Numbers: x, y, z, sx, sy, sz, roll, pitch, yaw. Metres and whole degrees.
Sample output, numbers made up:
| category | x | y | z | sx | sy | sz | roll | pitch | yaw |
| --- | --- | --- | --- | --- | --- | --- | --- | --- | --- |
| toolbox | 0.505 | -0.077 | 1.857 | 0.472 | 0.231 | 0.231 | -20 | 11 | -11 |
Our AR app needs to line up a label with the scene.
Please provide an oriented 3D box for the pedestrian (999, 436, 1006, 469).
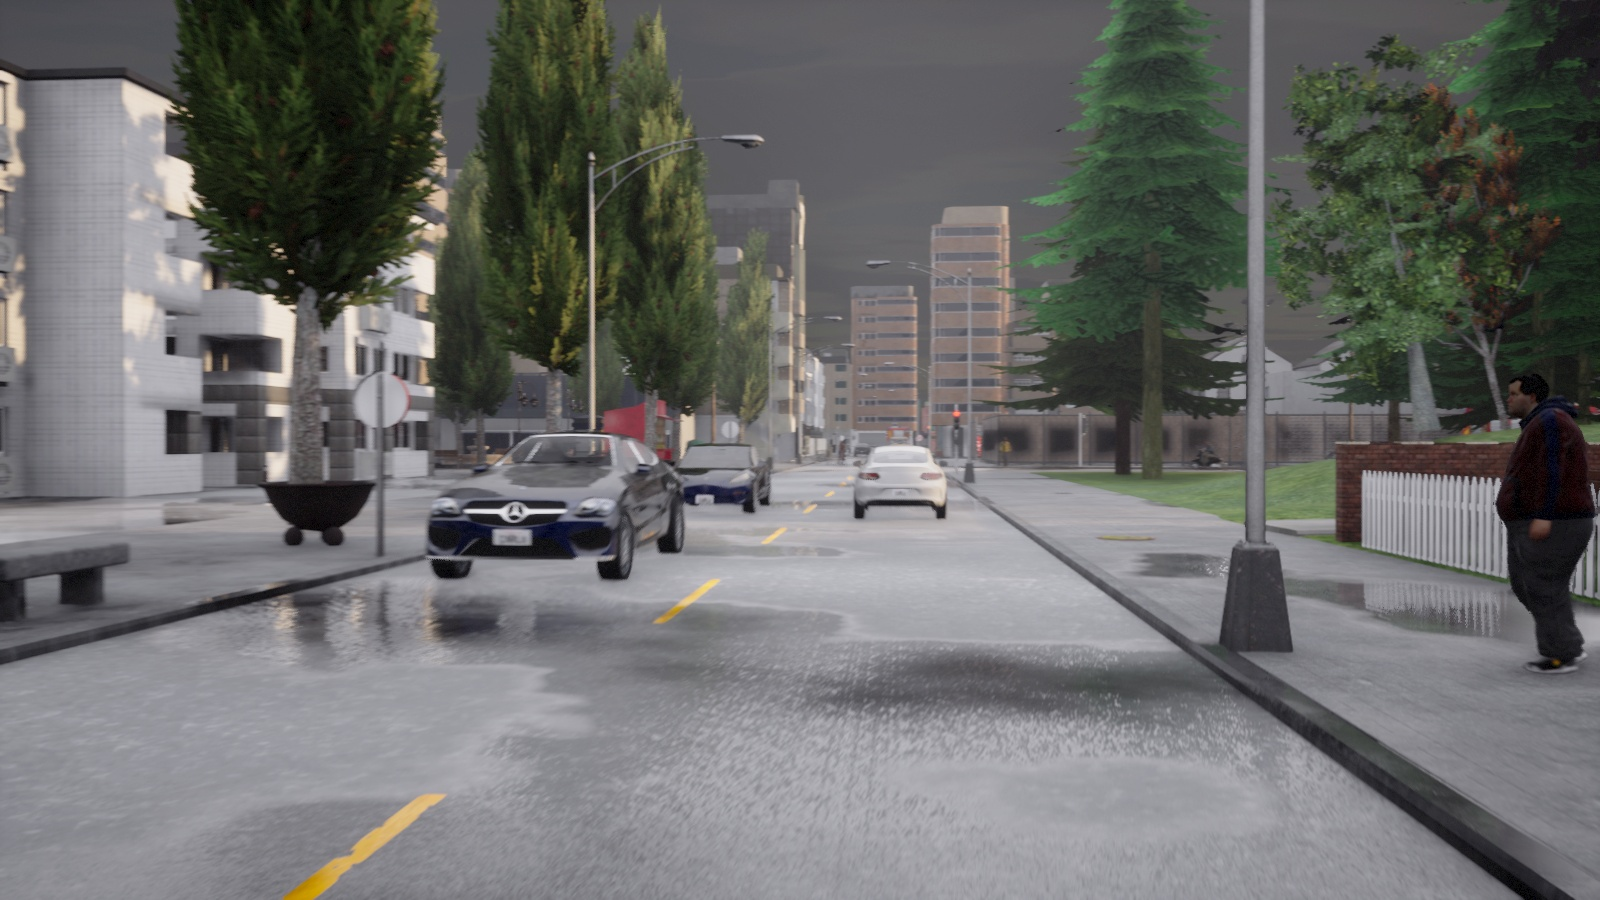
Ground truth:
| category | x | y | z | sx | sy | sz | roll | pitch | yaw |
| --- | --- | --- | --- | --- | --- | --- | --- | --- | --- |
| pedestrian | 11.278 | 0.140 | 69.940 | 0.370 | 1.835 | 0.726 | 0 | 0 | 4 |

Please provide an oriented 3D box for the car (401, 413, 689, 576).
| category | x | y | z | sx | sy | sz | roll | pitch | yaw |
| --- | --- | --- | --- | --- | --- | --- | --- | --- | --- |
| car | -2.827 | 0.433 | 15.297 | 2.152 | 1.651 | 5.027 | 0 | 0 | 4 |

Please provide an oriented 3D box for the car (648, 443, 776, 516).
| category | x | y | z | sx | sy | sz | roll | pitch | yaw |
| --- | --- | --- | --- | --- | --- | --- | --- | --- | --- |
| car | -1.851 | 0.584 | 27.998 | 2.163 | 1.488 | 4.792 | 0 | 0 | 4 |

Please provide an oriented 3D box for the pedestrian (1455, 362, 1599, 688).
| category | x | y | z | sx | sy | sz | roll | pitch | yaw |
| --- | --- | --- | --- | --- | --- | --- | --- | --- | --- |
| pedestrian | 4.450 | 0.421 | 7.448 | 0.899 | 1.844 | 0.634 | 0 | 0 | 18 |

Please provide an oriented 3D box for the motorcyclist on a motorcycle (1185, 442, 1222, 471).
| category | x | y | z | sx | sy | sz | roll | pitch | yaw |
| --- | --- | --- | --- | --- | --- | --- | --- | --- | --- |
| motorcyclist on a motorcycle | 22.399 | 0.340 | 69.783 | 1.817 | 1.590 | 0.866 | 0 | 0 | 4 |

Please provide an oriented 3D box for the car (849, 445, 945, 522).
| category | x | y | z | sx | sy | sz | roll | pitch | yaw |
| --- | --- | --- | --- | --- | --- | --- | --- | --- | --- |
| car | 2.008 | 0.627 | 26.005 | 1.812 | 1.442 | 4.674 | 0 | 0 | 4 |

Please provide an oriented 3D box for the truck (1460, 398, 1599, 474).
| category | x | y | z | sx | sy | sz | roll | pitch | yaw |
| --- | --- | --- | --- | --- | --- | --- | --- | --- | --- |
| truck | 38.921 | -0.721 | 64.477 | 8.468 | 3.827 | 2.891 | 0 | 0 | 3 |

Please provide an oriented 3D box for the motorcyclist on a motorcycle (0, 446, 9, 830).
| category | x | y | z | sx | sy | sz | roll | pitch | yaw |
| --- | --- | --- | --- | --- | --- | --- | --- | --- | --- |
| motorcyclist on a motorcycle | -3.696 | 0.753 | 3.987 | 0.866 | 1.530 | 2.191 | 0 | 0 | 4 |
